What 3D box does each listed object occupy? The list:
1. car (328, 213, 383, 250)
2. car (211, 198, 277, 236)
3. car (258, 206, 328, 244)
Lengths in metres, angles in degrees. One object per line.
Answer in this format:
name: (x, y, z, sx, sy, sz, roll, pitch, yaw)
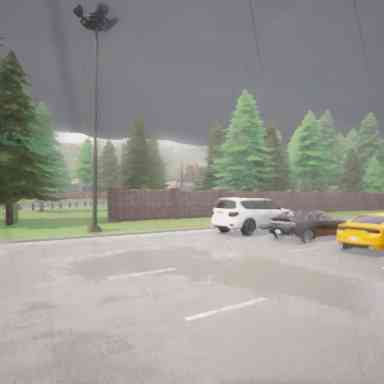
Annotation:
car: (8.128, 1.615, 13.960, 5.008, 1.535, 1.882, 0, 0, -35)
car: (3.693, 1.349, 19.402, 5.566, 2.045, 2.150, 0, 0, -35)
car: (5.947, 1.628, 16.706, 4.902, 1.511, 2.128, 1, 0, -35)
